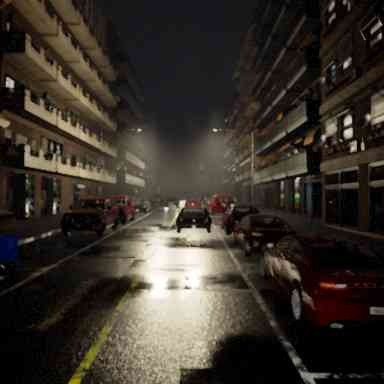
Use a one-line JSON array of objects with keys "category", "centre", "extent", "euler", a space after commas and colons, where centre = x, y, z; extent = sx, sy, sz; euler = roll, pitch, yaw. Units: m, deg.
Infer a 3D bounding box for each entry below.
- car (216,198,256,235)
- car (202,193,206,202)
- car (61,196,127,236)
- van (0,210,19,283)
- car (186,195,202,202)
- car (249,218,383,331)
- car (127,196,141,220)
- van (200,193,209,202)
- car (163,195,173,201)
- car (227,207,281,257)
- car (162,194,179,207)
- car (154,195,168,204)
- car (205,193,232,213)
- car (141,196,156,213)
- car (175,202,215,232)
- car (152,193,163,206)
[{"category": "car", "centre": [2.604, 1.343, 17.914], "extent": [1.967, 1.590, 4.097], "euler": [1, 0, 0]}, {"category": "car", "centre": [2.574, 1.244, 40.039], "extent": [1.967, 1.590, 4.097], "euler": [1, 0, 0]}, {"category": "car", "centre": [-5.281, 1.219, 17.978], "extent": [2.192, 1.841, 5.009], "euler": [1, 0, 0]}, {"category": "van", "centre": [-5.287, 1.302, 6.917], "extent": [1.690, 1.788, 3.998], "euler": [1, 0, 0]}, {"category": "car", "centre": [0.124, 1.364, 41.332], "extent": [1.994, 1.385, 4.181], "euler": [0, 0, 0]}, {"category": "car", "centre": [2.588, 1.505, 6.853], "extent": [1.887, 1.381, 4.507], "euler": [1, 0, 0]}, {"category": "car", "centre": [-5.278, 1.191, 23.508], "extent": [2.192, 1.841, 5.009], "euler": [1, 0, 0]}, {"category": "van", "centre": [2.590, 1.065, 67.695], "extent": [1.690, 1.788, 3.998], "euler": [1, 0, 0]}, {"category": "car", "centre": [-5.259, 1.296, 73.286], "extent": [1.802, 1.307, 4.206], "euler": [1, 0, 0]}, {"category": "car", "centre": [2.591, 1.476, 12.382], "extent": [1.887, 1.381, 4.507], "euler": [1, 0, 0]}, {"category": "car", "centre": [-2.724, 1.309, 45.966], "extent": [1.812, 1.442, 4.674], "euler": [0, 0, 0]}, {"category": "car", "centre": [-5.266, 1.295, 56.692], "extent": [1.887, 1.381, 4.507], "euler": [1, 0, 0]}, {"category": "car", "centre": [2.571, 1.165, 28.975], "extent": [2.192, 1.841, 5.009], "euler": [1, 0, 0]}, {"category": "car", "centre": [-5.278, 1.392, 34.571], "extent": [1.947, 1.339, 4.313], "euler": [1, 0, 0]}, {"category": "car", "centre": [0.105, 1.497, 19.295], "extent": [1.895, 1.301, 4.718], "euler": [0, 0, 0]}, {"category": "car", "centre": [-5.264, 1.081, 51.160], "extent": [2.192, 1.841, 5.009], "euler": [1, 0, 0]}]
